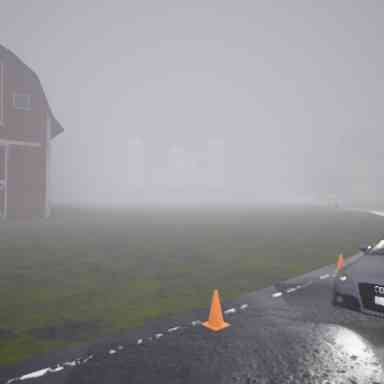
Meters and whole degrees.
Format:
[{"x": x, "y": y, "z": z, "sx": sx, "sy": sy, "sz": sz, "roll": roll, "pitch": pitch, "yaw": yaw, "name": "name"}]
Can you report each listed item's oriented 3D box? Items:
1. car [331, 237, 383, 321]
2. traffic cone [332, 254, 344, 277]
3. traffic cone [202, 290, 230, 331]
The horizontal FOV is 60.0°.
[{"x": 4.498, "y": 1.569, "z": 6.686, "sx": 4.181, "sy": 1.385, "sz": 1.994, "roll": 0, "pitch": 0, "yaw": -44, "name": "car"}, {"x": 3.962, "y": 1.958, "z": 8.860, "sx": 0.340, "sy": 0.580, "sz": 0.340, "roll": 0, "pitch": 0, "yaw": -44, "name": "traffic cone"}, {"x": 0.403, "y": 1.957, "z": 5.613, "sx": 0.340, "sy": 0.580, "sz": 0.340, "roll": 0, "pitch": 0, "yaw": -40, "name": "traffic cone"}]
